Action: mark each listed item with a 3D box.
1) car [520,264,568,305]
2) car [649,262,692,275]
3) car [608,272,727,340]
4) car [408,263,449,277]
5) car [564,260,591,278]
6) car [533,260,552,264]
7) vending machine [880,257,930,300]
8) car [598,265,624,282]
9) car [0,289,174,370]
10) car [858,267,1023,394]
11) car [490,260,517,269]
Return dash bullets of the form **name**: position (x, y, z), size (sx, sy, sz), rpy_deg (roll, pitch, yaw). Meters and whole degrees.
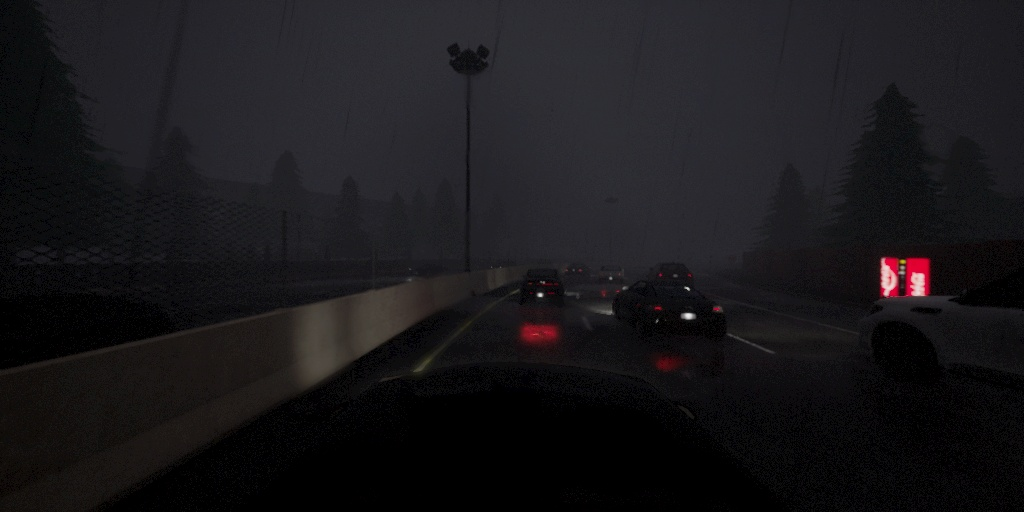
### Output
- **car**: position (1.482, 1.276, 16.400), size (1.837, 1.490, 4.892), rpy_deg (0, 0, 9)
- **car**: position (10.013, 1.169, 22.935), size (2.097, 1.767, 4.553), rpy_deg (0, 0, 14)
- **car**: position (4.185, 1.341, 10.152), size (1.994, 1.385, 4.181), rpy_deg (0, 0, 5)
- **car**: position (-8.262, 1.344, 35.858), size (1.895, 1.301, 4.718), rpy_deg (0, 0, 19)
- **car**: position (6.564, 1.360, 35.286), size (2.033, 1.411, 5.357), rpy_deg (0, 0, 21)
- **car**: position (3.803, 1.302, 46.629), size (2.128, 1.511, 4.902), rpy_deg (0, 0, 27)
- **vending machine**: position (15.059, 1.027, 13.771), size (1.100, 2.100, 0.880), rpy_deg (0, 0, 9)
- **car**: position (8.195, 1.415, 29.377), size (1.895, 1.301, 4.718), rpy_deg (0, 0, 18)
- **car**: position (-6.920, 1.225, 4.219), size (1.837, 1.490, 4.892), rpy_deg (0, 0, 3)
- **car**: position (7.207, 1.007, 3.970), size (2.150, 2.045, 5.566), rpy_deg (0, 0, 2)
- **car**: position (-0.966, 1.291, 44.761), size (1.837, 1.490, 4.892), rpy_deg (0, 0, 25)
